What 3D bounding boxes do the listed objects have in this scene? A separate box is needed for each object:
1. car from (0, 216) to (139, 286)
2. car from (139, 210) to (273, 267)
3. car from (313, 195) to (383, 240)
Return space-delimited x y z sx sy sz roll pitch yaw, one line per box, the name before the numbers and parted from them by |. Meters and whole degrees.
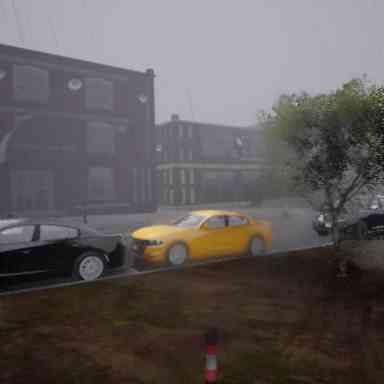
car | -4.050 1.355 7.771 5.008 1.535 2.097 0 0 -33
car | 0.458 1.365 11.005 5.008 1.535 2.097 1 0 -33
car | 8.492 1.187 16.765 5.566 2.045 2.435 0 0 -35
